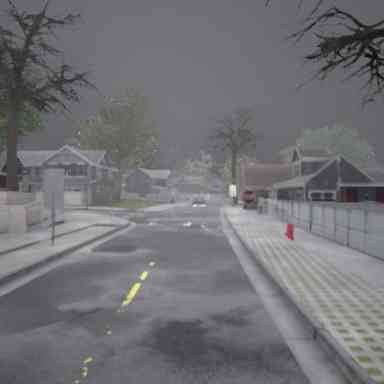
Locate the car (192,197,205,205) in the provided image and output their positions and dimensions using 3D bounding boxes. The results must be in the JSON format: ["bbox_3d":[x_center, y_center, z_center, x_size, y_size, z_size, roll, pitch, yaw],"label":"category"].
[{"bbox_3d":[1.154,1.498,56.341,1.994,1.385,4.181,0,0,8],"label":"car"}]
